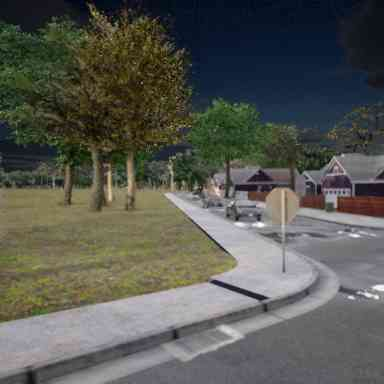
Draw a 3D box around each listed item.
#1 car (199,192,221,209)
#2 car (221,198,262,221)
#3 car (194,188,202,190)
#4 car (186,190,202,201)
[{"bbox_3d":[2.323,1.066,38.028,1.837,1.490,4.892,-1,1,-6],"label":"car"},{"bbox_3d":[3.737,1.269,24.857,1.812,1.442,4.674,-1,1,-6],"label":"car"},{"bbox_3d":[1.245,0.196,74.712,2.150,2.045,5.566,-1,1,-6],"label":"car"},{"bbox_3d":[0.170,0.782,58.951,1.812,1.442,4.674,-1,1,-6],"label":"car"}]
